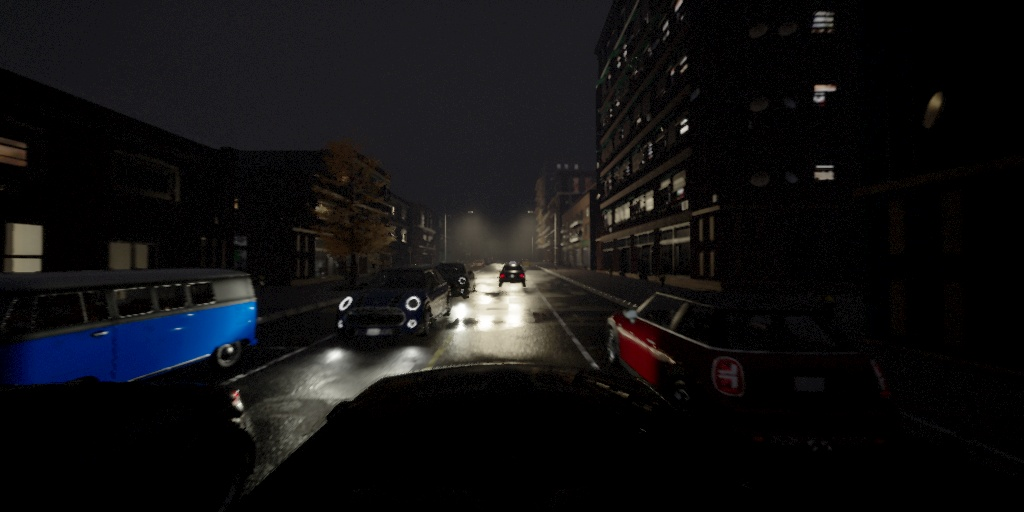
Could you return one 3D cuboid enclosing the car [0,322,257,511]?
[{"bbox_3d":[-3.074,1.314,1.170,1.994,1.385,4.181,0,0,1],"label":"car"}]

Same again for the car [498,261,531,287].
[{"bbox_3d":[0.035,1.300,24.731,2.033,1.411,5.357,0,0,1],"label":"car"}]

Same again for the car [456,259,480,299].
[{"bbox_3d":[-2.999,1.104,17.854,2.097,1.767,4.553,0,0,0],"label":"car"}]

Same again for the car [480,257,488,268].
[{"bbox_3d":[-5.685,1.199,62.001,1.967,1.591,4.097,0,0,0],"label":"car"}]

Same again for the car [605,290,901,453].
[{"bbox_3d":[2.691,1.190,5.195,1.967,1.591,4.097,0,0,0],"label":"car"}]

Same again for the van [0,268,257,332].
[{"bbox_3d":[-5.690,1.092,5.135,1.690,1.789,3.998,0,0,0],"label":"van"}]

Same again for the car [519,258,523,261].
[{"bbox_3d":[0.095,1.320,46.806,1.994,1.385,4.181,0,0,0],"label":"car"}]

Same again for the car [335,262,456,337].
[{"bbox_3d":[-3.083,1.103,10.239,2.097,1.767,4.553,0,0,0],"label":"car"}]
